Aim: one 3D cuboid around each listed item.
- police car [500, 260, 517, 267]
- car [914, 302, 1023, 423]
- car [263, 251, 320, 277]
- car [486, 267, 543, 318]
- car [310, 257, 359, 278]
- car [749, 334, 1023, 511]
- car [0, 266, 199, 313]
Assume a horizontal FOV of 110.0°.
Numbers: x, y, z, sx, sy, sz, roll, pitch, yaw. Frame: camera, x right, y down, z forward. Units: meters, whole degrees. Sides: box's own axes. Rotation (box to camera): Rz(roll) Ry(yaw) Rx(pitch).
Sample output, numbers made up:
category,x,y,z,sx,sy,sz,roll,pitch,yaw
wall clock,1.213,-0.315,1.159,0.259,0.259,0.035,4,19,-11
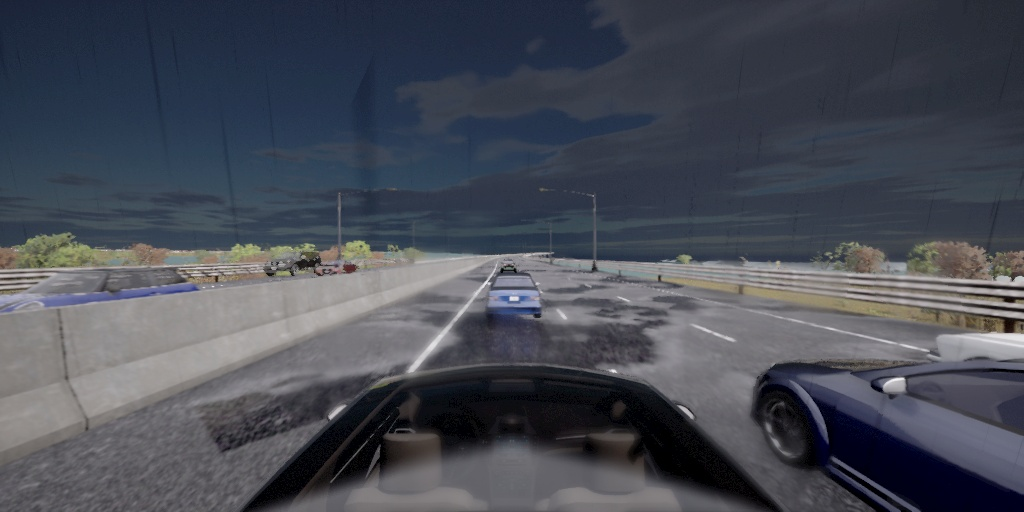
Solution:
category,x,y,z,sx,sy,sz,roll,pitch,yaw
police car,-0.433,1.231,43.864,2.038,1.542,4.974,0,0,-1
car,7.092,1.349,3.113,1.895,1.301,4.718,0,0,0
car,-17.734,0.587,29.386,2.150,2.045,5.566,0,0,-1
car,0.053,1.297,13.018,2.033,1.411,5.357,0,0,0
car,-14.234,1.016,29.473,1.994,1.385,4.181,0,0,-1
car,3.591,1.313,2.197,1.994,1.385,4.181,0,0,0
car,-10.626,1.104,9.135,2.097,1.767,4.553,0,0,0
